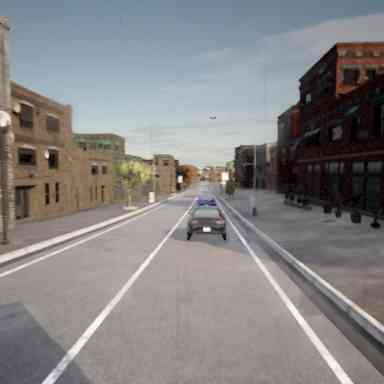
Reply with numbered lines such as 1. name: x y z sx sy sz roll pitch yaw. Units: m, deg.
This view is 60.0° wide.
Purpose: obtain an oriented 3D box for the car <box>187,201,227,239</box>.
1. car: 0.735 1.420 16.601 1.812 1.442 4.674 0 1 3

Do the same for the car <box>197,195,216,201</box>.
1. car: 1.496 1.091 34.748 1.882 1.535 5.008 0 1 2
